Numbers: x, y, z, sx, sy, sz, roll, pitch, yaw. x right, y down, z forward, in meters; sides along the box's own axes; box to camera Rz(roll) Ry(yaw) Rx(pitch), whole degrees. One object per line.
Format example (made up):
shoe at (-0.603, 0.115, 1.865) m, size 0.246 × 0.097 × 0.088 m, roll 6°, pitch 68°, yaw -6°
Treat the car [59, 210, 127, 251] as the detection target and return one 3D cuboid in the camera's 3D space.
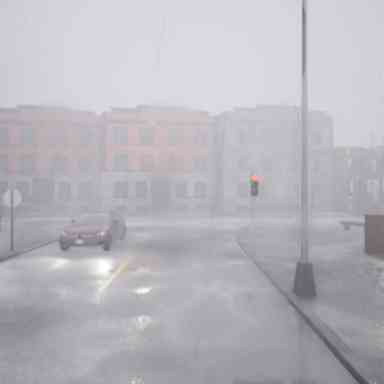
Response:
car at (-4.002, 1.510, 14.174) m, size 1.812 × 1.442 × 4.674 m, roll 0°, pitch 0°, yaw 0°
